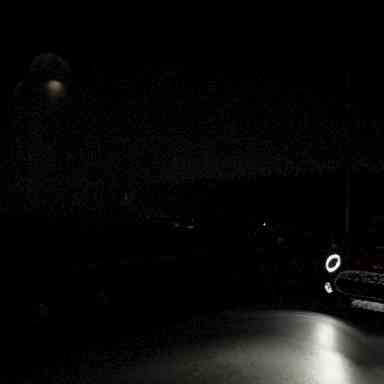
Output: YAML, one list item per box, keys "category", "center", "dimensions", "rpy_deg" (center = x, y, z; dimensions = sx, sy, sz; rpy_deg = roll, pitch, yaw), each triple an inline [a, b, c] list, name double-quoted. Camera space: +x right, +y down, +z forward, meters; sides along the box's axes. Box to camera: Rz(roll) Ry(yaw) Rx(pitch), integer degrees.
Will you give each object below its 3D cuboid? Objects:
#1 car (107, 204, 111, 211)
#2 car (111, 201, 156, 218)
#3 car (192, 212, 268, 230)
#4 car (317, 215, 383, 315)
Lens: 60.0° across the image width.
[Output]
- category: "car"
  center: [-8.588, 1.799, 39.779]
  dimensions: [1.882, 1.535, 5.008]
  rpy_deg: [1, 0, -36]
- category: "car"
  center: [-4.881, 1.773, 28.967]
  dimensions: [2.128, 1.511, 4.902]
  rpy_deg: [1, -1, -35]
- category: "car"
  center: [2.081, 1.821, 19.212]
  dimensions: [1.895, 1.301, 4.718]
  rpy_deg: [1, -1, -35]
- category: "car"
  center: [4.452, 1.360, 7.449]
  dimensions: [2.097, 1.767, 4.553]
  rpy_deg: [0, 0, 36]
